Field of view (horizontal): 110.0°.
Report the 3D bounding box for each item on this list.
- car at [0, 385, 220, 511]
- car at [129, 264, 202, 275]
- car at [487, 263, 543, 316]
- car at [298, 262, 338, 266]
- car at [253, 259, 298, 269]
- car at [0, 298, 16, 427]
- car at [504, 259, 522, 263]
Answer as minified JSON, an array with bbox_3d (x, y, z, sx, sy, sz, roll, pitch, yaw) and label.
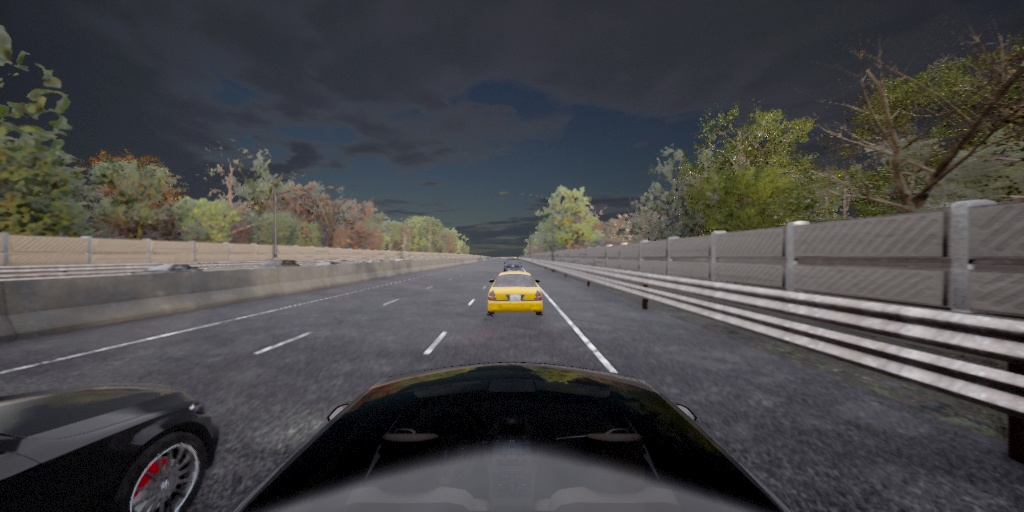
[{"bbox_3d":[-3.387,1.275,1.047,1.812,1.442,4.674,0,0,0],"label":"car"},{"bbox_3d":[-24.592,1.280,25.659,1.812,1.442,4.674,0,0,0],"label":"car"},{"bbox_3d":[0.098,1.209,13.238,1.801,1.575,5.366,0,0,0],"label":"car"},{"bbox_3d":[-17.555,1.282,33.665,1.812,1.442,4.674,0,0,0],"label":"car"},{"bbox_3d":[-21.065,1.107,32.144,2.097,1.767,4.553,0,0,0],"label":"car"},{"bbox_3d":[-6.899,1.255,1.874,1.837,1.490,4.892,0,0,0],"label":"car"},{"bbox_3d":[0.093,1.112,41.694,2.097,1.767,4.553,0,0,0],"label":"car"}]
